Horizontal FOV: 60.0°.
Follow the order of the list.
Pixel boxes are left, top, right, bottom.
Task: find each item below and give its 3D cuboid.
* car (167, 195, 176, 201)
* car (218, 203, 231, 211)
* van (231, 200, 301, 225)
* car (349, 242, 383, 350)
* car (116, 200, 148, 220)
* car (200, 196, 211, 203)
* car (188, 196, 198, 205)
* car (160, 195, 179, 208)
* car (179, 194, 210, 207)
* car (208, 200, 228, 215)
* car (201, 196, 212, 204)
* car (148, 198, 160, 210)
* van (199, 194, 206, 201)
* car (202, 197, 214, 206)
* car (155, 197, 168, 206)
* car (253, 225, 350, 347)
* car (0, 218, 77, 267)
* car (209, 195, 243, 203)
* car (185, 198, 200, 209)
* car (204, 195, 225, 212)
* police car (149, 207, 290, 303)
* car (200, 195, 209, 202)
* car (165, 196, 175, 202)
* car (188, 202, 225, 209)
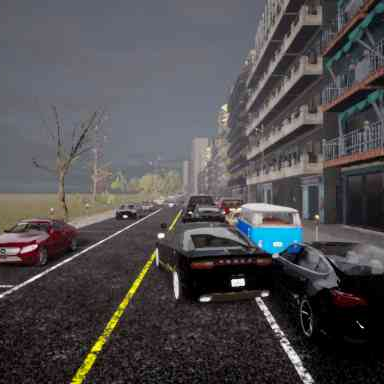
[{"bbox_3d":[-5.122,1.578,84.922,2.008,1.369,4.403,1,0,0],"label":"car"},{"bbox_3d":[2.613,1.529,17.746,1.752,1.417,4.829,1,0,0],"label":"car"},{"bbox_3d":[2.602,1.344,11.915,1.690,1.788,3.998,1,0,0],"label":"van"},{"bbox_3d":[2.578,1.315,0.593,2.192,1.841,5.009,1,0,0],"label":"car"},{"bbox_3d":[-5.245,1.572,28.383,1.947,1.339,4.313,1,0,0],"label":"car"},{"bbox_3d":[2.723,1.571,68.524,2.008,1.369,4.403,1,0,0],"label":"car"},{"bbox_3d":[0.131,1.542,60.260,1.812,1.442,4.674,0,0,0],"label":"car"},{"bbox_3d":[-2.653,1.502,44.413,2.128,1.511,4.902,0,0,0],"label":"car"},{"bbox_3d":[0.435,1.225,24.585,2.150,2.045,5.566,0,0,-5],"label":"car"},{"bbox_3d":[2.649,1.590,34.559,1.802,1.307,4.206,1,0,0],"label":"car"},{"bbox_3d":[2.711,1.543,63.034,1.752,1.417,4.829,1,0,0],"label":"car"},{"bbox_3d":[-5.220,1.591,39.690,1.802,1.307,4.206,1,0,0],"label":"car"},{"bbox_3d":[2.762,1.369,85.508,1.690,1.788,3.998,1,0,0],"label":"van"},{"bbox_3d":[2.699,1.541,57.373,1.752,1.417,4.829,1,0,0],"label":"car"},{"bbox_3d":[-5.183,1.541,56.483,1.752,1.417,4.829,1,0,0],"label":"car"},{"bbox_3d":[2.587,1.567,6.253,1.947,1.339,4.313,1,0,0],"label":"car"},{"bbox_3d":[-5.282,1.584,11.420,1.802,1.307,4.206,1,0,0],"label":"car"},{"bbox_3d":[2.627,1.320,23.237,2.192,1.841,5.009,1,0,0],"label":"car"},{"bbox_3d":[0.114,1.559,46.480,2.033,1.411,5.357,0,0,1],"label":"car"},{"bbox_3d":[2.664,1.324,40.220,2.192,1.841,5.009,1,0,0],"label":"car"},{"bbox_3d":[0.226,1.427,8.499,1.930,1.638,5.238,0,0,-13],"label":"police car"},{"bbox_3d":[2.736,1.463,74.186,1.967,1.590,4.097,1,0,0],"label":"car"},{"bbox_3d":[-5.134,1.575,79.268,2.008,1.369,4.403,1,0,0],"label":"car"},{"bbox_3d":[0.865,1.510,18.645,1.837,1.490,4.892,0,0,0],"label":"car"}]
